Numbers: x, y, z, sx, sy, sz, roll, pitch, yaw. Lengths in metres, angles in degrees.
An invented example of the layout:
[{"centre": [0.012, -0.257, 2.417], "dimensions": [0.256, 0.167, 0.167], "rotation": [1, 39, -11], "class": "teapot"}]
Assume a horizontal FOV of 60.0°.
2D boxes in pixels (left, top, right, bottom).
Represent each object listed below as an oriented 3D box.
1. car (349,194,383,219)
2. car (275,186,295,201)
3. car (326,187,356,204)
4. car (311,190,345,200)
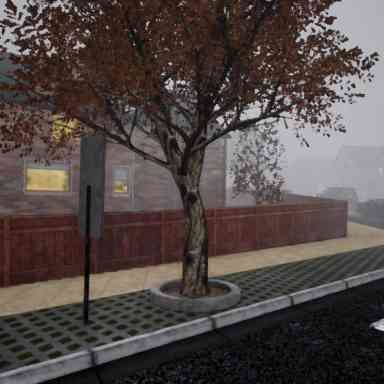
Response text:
[{"centre": [12.827, 1.173, 21.704], "dimensions": [2.033, 1.411, 5.357], "rotation": [1, 2, -3], "class": "car"}, {"centre": [11.715, 0.453, 41.939], "dimensions": [1.882, 1.535, 5.008], "rotation": [1, 2, -3], "class": "car"}, {"centre": [15.063, 0.501, 34.749], "dimensions": [2.150, 2.045, 5.566], "rotation": [1, 2, -3], "class": "car"}, {"centre": [12.276, 0.866, 31.658], "dimensions": [1.994, 1.385, 4.181], "rotation": [1, 2, -3], "class": "car"}]
